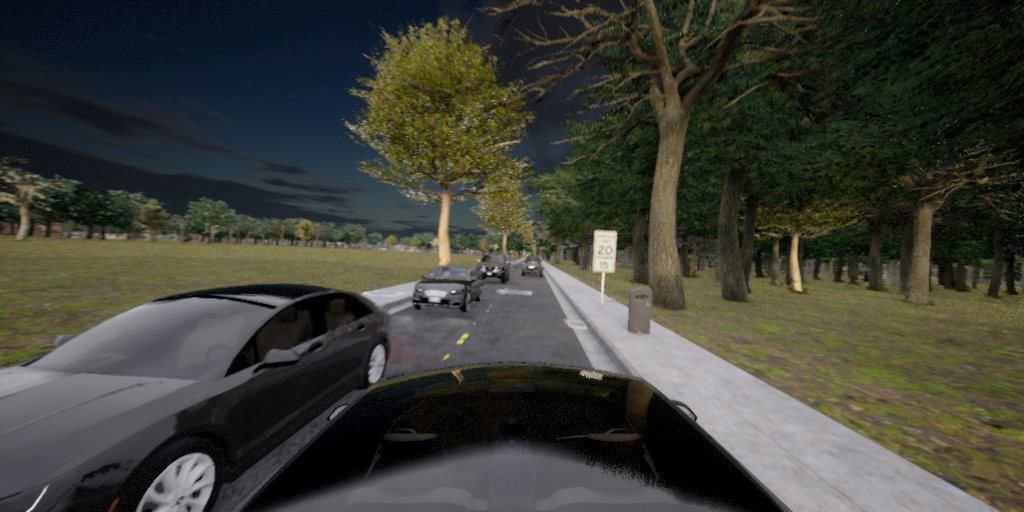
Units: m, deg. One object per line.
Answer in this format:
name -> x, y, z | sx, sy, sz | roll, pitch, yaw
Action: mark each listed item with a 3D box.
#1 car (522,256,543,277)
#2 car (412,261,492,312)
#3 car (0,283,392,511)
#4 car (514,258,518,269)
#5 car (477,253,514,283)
car -> 2.133, 1.150, 37.162 | 2.097, 1.767, 4.553 | 3, 0, 4
car -> -2.252, 1.104, 13.678 | 2.128, 1.511, 4.902 | 3, 0, 4
car -> -2.873, 1.100, 3.767 | 1.837, 1.490, 4.892 | 3, 0, 4
car -> -0.312, 0.822, 42.892 | 1.994, 1.385, 4.181 | 3, 0, 4
car -> -1.371, 0.855, 27.376 | 2.150, 2.045, 5.566 | 3, 0, 3
